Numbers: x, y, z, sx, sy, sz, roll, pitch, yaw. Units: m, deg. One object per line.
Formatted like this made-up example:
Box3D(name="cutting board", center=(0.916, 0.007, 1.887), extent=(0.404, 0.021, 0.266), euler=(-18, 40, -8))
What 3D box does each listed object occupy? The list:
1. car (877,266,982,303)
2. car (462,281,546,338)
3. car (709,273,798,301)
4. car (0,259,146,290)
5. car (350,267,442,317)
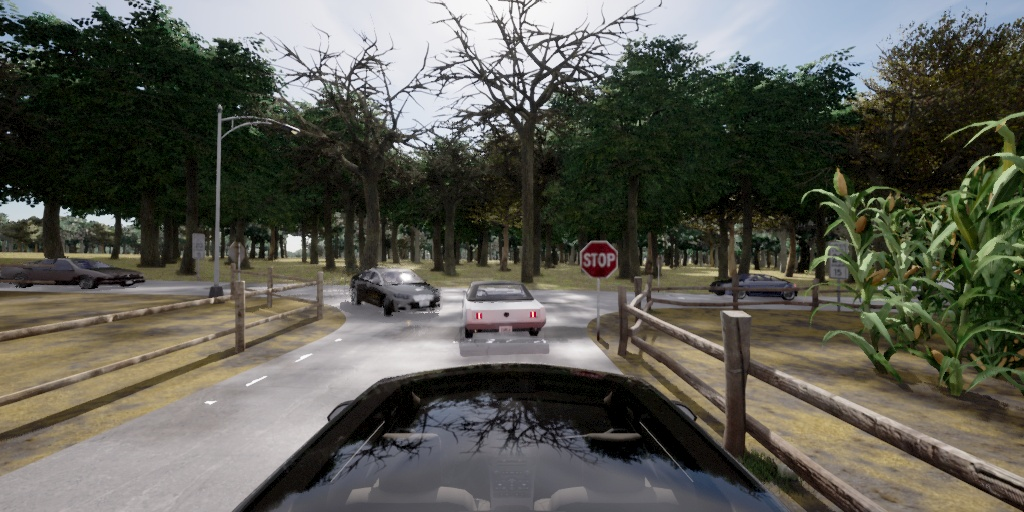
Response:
Box3D(name="car", center=(23.956, 1.571, 19.998), extent=(5.566, 2.045, 2.150), euler=(1, 0, 1))
Box3D(name="car", center=(-0.458, 1.351, 10.221), extent=(1.895, 1.301, 4.718), euler=(0, 0, -8))
Box3D(name="car", center=(13.405, 1.664, 20.057), extent=(4.181, 1.385, 1.994), euler=(1, 0, 0))
Box3D(name="car", center=(-21.079, 0.827, 17.266), extent=(5.357, 1.411, 2.033), euler=(1, 0, 0))
Box3D(name="car", center=(-4.445, 1.210, 13.368), extent=(2.128, 1.511, 4.902), euler=(1, 1, -42))
